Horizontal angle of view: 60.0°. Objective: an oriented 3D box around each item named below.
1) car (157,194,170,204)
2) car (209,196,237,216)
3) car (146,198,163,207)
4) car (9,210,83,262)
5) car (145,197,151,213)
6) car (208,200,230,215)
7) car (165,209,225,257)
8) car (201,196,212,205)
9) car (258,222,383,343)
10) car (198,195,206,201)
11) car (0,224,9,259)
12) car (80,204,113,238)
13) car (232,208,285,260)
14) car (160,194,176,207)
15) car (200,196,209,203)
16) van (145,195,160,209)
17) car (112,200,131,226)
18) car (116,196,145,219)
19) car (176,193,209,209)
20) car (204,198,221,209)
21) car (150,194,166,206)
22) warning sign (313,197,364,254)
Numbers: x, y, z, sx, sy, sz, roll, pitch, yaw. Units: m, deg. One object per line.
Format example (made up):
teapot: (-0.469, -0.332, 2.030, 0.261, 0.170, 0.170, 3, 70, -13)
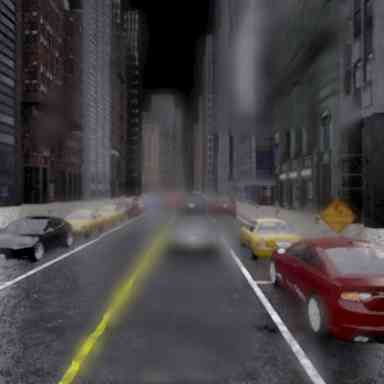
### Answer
car: (-5.772, 1.384, 68.567, 2.192, 1.841, 5.009, 0, 0, 0)
car: (2.757, 1.334, 29.090, 2.192, 1.841, 5.009, 0, 0, 0)
car: (-5.770, 1.595, 51.645, 2.008, 1.369, 4.403, 0, 0, 0)
car: (-5.766, 1.572, 12.160, 1.947, 1.339, 4.313, 0, 0, 0)
car: (-5.768, 1.549, 34.553, 1.752, 1.417, 4.829, 0, 0, 0)
car: (2.757, 1.575, 34.730, 2.008, 1.369, 4.403, 0, 0, 0)
car: (0.062, 1.569, 12.926, 1.994, 1.385, 4.181, 0, 0, 0)
car: (2.754, 1.501, 62.932, 1.967, 1.590, 4.097, 0, 0, 0)
car: (2.760, 1.548, 6.528, 1.887, 1.381, 4.507, 0, 0, 0)
car: (2.752, 1.649, 91.136, 1.887, 1.381, 4.507, 0, 0, 0)
car: (-5.765, 1.528, 6.349, 1.752, 1.417, 4.829, 0, 0, 0)
car: (-5.766, 1.535, 17.631, 1.752, 1.417, 4.829, 0, 0, 0)
car: (2.759, 1.532, 12.339, 1.752, 1.417, 4.829, 0, 0, 0)
car: (-3.086, 1.264, 50.617, 2.150, 2.045, 5.566, 0, 0, 0)
car: (2.754, 1.644, 74.213, 1.947, 1.339, 4.313, 0, 0, 0)
van: (-5.770, 1.378, 46.005, 1.690, 1.788, 3.998, 0, 0, 0)
car: (-5.767, 1.539, 23.271, 1.752, 1.417, 4.829, 0, 0, 0)
car: (-5.768, 1.334, 29.082, 2.192, 1.841, 5.009, 0, 0, 0)
car: (0.062, 1.241, 27.927, 2.150, 2.045, 5.566, 0, 0, 0)
car: (2.756, 1.588, 46.011, 2.008, 1.369, 4.403, 0, 0, 0)
car: (-5.771, 1.367, 57.286, 2.192, 1.841, 5.009, 0, 0, 0)
warning sign: (5.070, 1.122, 11.595, 1.300, 1.860, 1.060, 0, 0, 0)
